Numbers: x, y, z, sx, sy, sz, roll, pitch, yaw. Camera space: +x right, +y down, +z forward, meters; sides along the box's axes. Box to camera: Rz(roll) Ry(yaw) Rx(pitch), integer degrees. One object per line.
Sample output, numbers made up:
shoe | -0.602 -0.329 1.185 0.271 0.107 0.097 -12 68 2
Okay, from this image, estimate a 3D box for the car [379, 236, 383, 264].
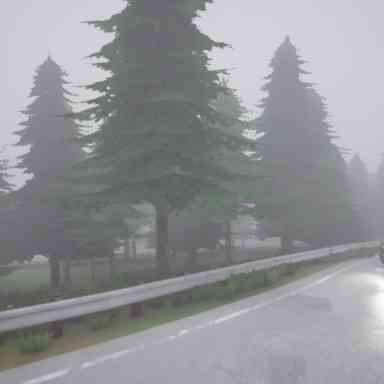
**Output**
car | 9.433 2.253 14.044 2.128 1.511 4.902 -1 -4 43
